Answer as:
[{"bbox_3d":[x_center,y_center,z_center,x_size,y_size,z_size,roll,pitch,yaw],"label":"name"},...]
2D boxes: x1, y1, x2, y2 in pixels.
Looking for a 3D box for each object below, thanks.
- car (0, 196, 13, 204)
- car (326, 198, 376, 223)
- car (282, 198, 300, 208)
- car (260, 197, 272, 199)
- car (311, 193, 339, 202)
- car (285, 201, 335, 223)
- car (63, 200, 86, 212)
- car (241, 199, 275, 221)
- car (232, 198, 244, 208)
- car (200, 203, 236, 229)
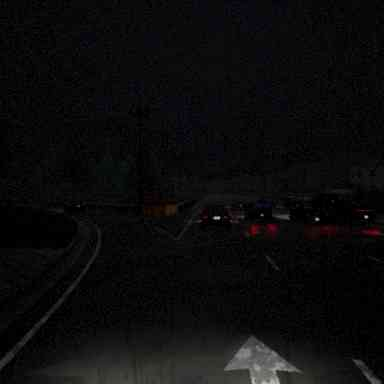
[{"bbox_3d":[-38.242,1.528,67.620,4.553,1.767,2.097,0,0,44],"label":"car"},{"bbox_3d":[12.238,1.468,25.511,1.837,1.490,4.892,0,0,3],"label":"car"},{"bbox_3d":[13.257,1.492,43.689,1.812,1.442,4.674,0,0,3],"label":"car"},{"bbox_3d":[9.787,1.457,44.369,1.882,1.535,5.008,0,0,3],"label":"car"},{"bbox_3d":[16.637,1.174,41.695,2.150,2.045,5.566,0,0,3],"label":"car"},{"bbox_3d":[8.706,1.577,25.004,1.895,1.301,4.718,0,0,3],"label":"car"},{"bbox_3d":[-14.424,1.635,40.735,1.994,1.385,4.181,0,0,-34],"label":"car"},{"bbox_3d":[5.301,1.516,26.825,1.812,1.442,4.674,0,0,3],"label":"car"},{"bbox_3d":[6.268,1.519,44.091,1.812,1.442,4.674,0,0,3],"label":"car"},{"bbox_3d":[1.511,1.550,21.782,2.033,1.411,5.357,0,0,3],"label":"car"}]
